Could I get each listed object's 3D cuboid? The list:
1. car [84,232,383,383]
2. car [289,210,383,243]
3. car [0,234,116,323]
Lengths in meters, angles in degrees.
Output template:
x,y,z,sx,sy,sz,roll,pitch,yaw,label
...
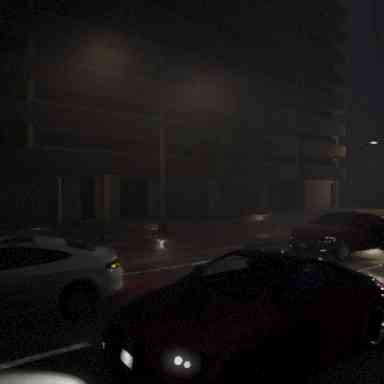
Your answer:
x,y,z,sx,sy,sz,roll,pitch,yaw,label
0.938,1.557,4.648,4.181,1.385,1.994,0,0,-35,car
5.639,1.455,12.351,5.008,1.535,1.882,0,0,-36,car
-3.513,1.525,5.773,4.674,1.442,1.812,0,0,-35,car
